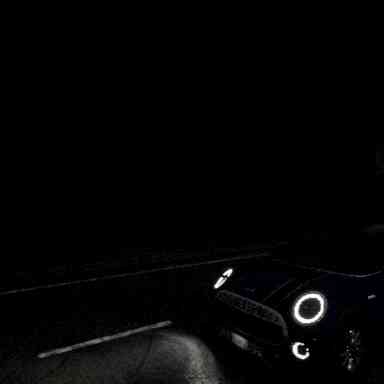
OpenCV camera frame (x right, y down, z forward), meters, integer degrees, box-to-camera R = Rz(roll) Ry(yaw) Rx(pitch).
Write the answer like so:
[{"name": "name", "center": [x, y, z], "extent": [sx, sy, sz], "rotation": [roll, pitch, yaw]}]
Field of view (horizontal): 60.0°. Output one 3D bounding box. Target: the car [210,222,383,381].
[{"name": "car", "center": [2.505, 1.348, 5.551], "extent": [4.553, 1.767, 2.097], "rotation": [0, 0, -33]}]
